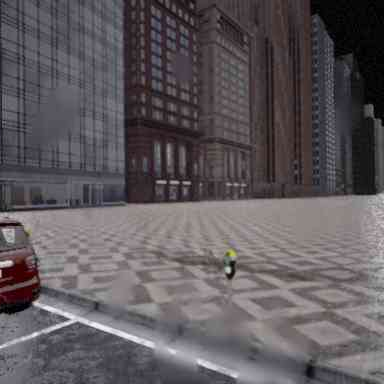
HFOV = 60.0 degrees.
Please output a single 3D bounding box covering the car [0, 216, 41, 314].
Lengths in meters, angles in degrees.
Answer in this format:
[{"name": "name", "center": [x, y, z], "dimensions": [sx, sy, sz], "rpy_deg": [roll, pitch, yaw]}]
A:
[{"name": "car", "center": [-4.938, 1.342, 6.388], "dimensions": [5.009, 1.841, 2.192], "rpy_deg": [0, -1, 36]}]
